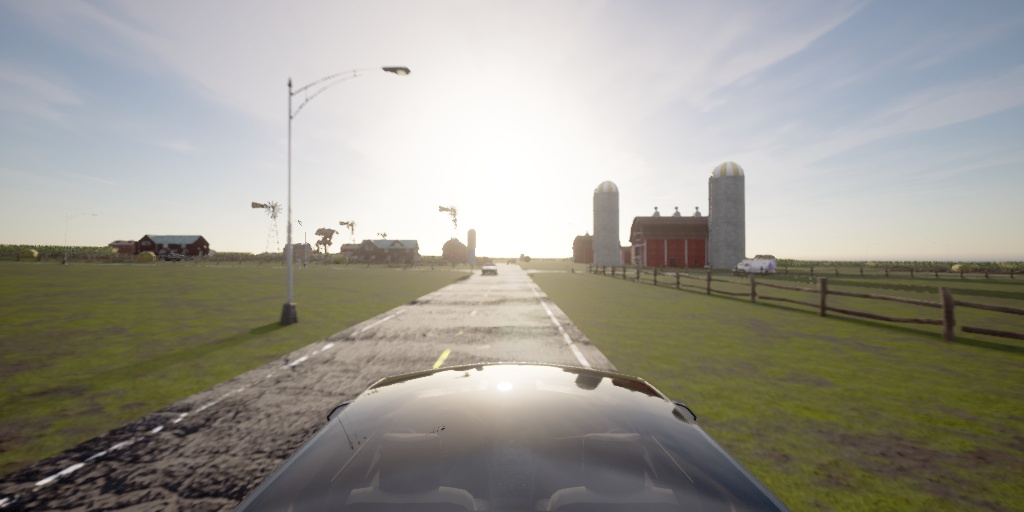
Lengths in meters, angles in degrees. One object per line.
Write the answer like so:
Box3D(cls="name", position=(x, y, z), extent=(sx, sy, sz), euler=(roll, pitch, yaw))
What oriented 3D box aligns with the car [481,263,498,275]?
Box3D(cls="car", position=(-2.765, 1.573, 45.315), extent=(2.033, 1.411, 5.357), euler=(0, 0, 0))
